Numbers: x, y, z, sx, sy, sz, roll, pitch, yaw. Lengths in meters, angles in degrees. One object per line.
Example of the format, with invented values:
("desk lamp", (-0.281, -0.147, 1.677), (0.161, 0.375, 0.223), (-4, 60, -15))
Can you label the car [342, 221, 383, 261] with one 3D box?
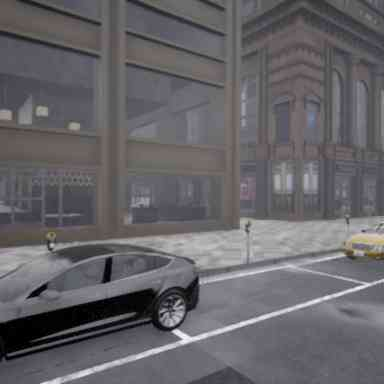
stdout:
("car", (7.179, 1.603, 11.776), (4.829, 1.417, 1.752), (0, 0, -36))

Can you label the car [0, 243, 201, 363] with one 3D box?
("car", (-1.829, 1.576, 5.344), (4.313, 1.339, 1.947), (0, 0, -36))
